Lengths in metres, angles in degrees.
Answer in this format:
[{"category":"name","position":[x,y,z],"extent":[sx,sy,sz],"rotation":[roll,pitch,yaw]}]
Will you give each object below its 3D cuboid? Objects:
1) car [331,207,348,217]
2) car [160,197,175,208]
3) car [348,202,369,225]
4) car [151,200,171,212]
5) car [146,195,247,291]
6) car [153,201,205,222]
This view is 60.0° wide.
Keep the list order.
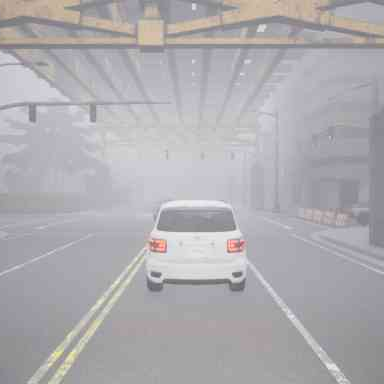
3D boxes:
[{"category":"car","position":[13.656,1.295,26.292],"extent":[4.536,1.218,1.853],"rotation":[0,0,25]},{"category":"car","position":[-3.551,1.526,49.064],"extent":[1.812,1.442,4.674],"rotation":[0,0,0]},{"category":"car","position":[13.279,1.453,22.155],"extent":[4.974,1.542,2.038],"rotation":[0,0,-20]},{"category":"car","position":[-3.567,1.601,39.116],"extent":[1.895,1.301,4.718],"rotation":[0,0,0]},{"category":"car","position":[0.086,1.221,9.111],"extent":[2.150,2.045,5.566],"rotation":[0,0,0]},{"category":"car","position":[-0.998,1.526,27.650],"extent":[1.812,1.442,4.674],"rotation":[1,1,35]}]
